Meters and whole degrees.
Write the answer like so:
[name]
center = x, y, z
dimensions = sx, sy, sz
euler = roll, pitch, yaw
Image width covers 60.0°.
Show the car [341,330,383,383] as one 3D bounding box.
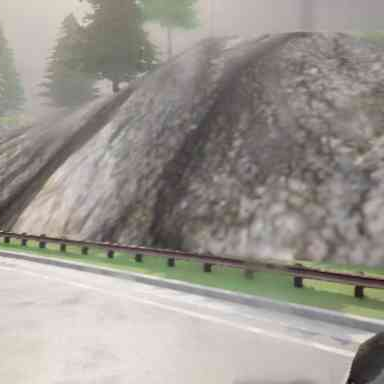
[car]
center = 3.370, 1.459, 1.554
dimensions = 4.902, 1.511, 2.128
euler = 0, 0, 36
